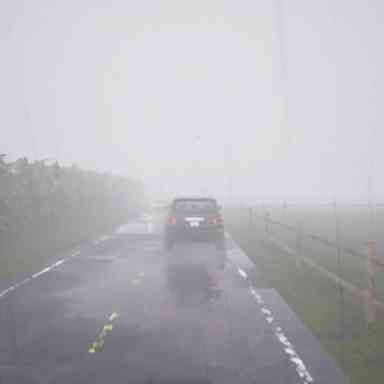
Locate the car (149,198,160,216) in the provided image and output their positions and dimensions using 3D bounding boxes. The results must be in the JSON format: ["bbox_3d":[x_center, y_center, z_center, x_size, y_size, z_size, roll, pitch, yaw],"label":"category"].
[{"bbox_3d":[-2.848,1.325,31.368,1.882,1.535,5.008,0,0,0],"label":"car"}]

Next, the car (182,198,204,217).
[{"bbox_3d":[0.094,1.375,30.862,1.812,1.442,4.674,0,0,0],"label":"car"}]

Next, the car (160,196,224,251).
[{"bbox_3d":[0.093,1.156,13.897,2.150,2.045,5.566,0,0,0],"label":"car"}]
